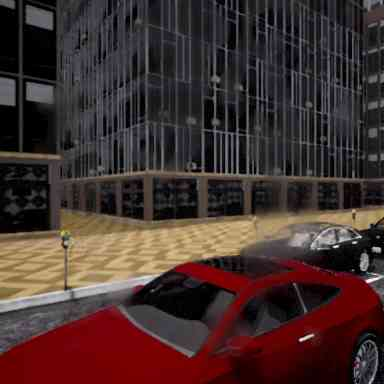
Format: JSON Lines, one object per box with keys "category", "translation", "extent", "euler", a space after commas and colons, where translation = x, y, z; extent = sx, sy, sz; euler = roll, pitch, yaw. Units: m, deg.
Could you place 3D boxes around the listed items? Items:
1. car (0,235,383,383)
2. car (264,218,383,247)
{"category": "car", "translation": [0.329, 1.511, 3.596], "extent": [4.674, 1.442, 1.812], "euler": [0, 0, -36]}
{"category": "car", "translation": [3.086, 1.502, 8.751], "extent": [4.403, 1.369, 2.008], "euler": [0, 1, -35]}
